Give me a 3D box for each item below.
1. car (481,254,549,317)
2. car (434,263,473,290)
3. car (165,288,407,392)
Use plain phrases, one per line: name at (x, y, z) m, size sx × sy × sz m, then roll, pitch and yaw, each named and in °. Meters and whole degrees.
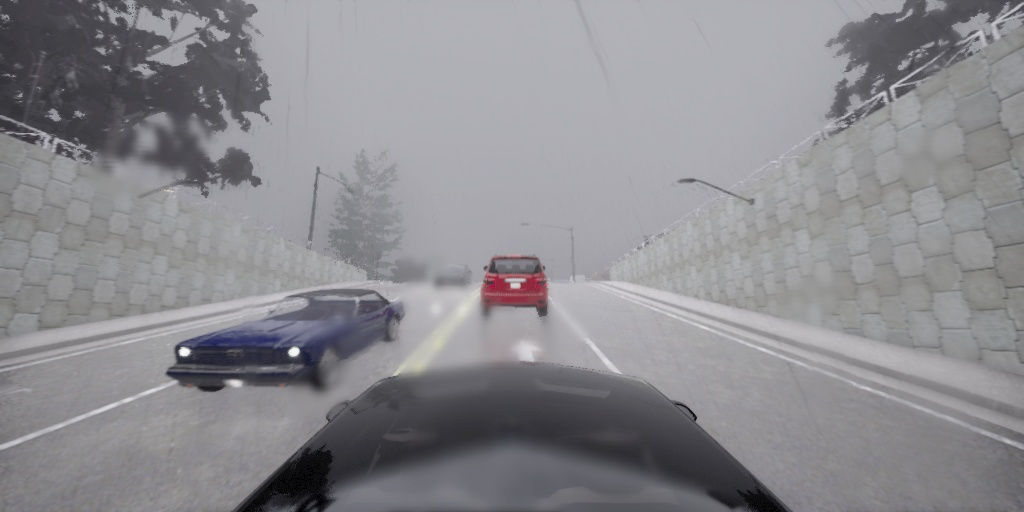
car at (0.101, 0.961, 13.304) m, size 2.150 × 2.045 × 5.566 m, roll 0°, pitch 0°, yaw 0°
car at (-3.526, 1.234, 22.382) m, size 1.837 × 1.490 × 4.892 m, roll 0°, pitch 0°, yaw 1°
car at (-3.588, 1.346, 6.862) m, size 1.895 × 1.301 × 4.718 m, roll 0°, pitch 0°, yaw 0°
